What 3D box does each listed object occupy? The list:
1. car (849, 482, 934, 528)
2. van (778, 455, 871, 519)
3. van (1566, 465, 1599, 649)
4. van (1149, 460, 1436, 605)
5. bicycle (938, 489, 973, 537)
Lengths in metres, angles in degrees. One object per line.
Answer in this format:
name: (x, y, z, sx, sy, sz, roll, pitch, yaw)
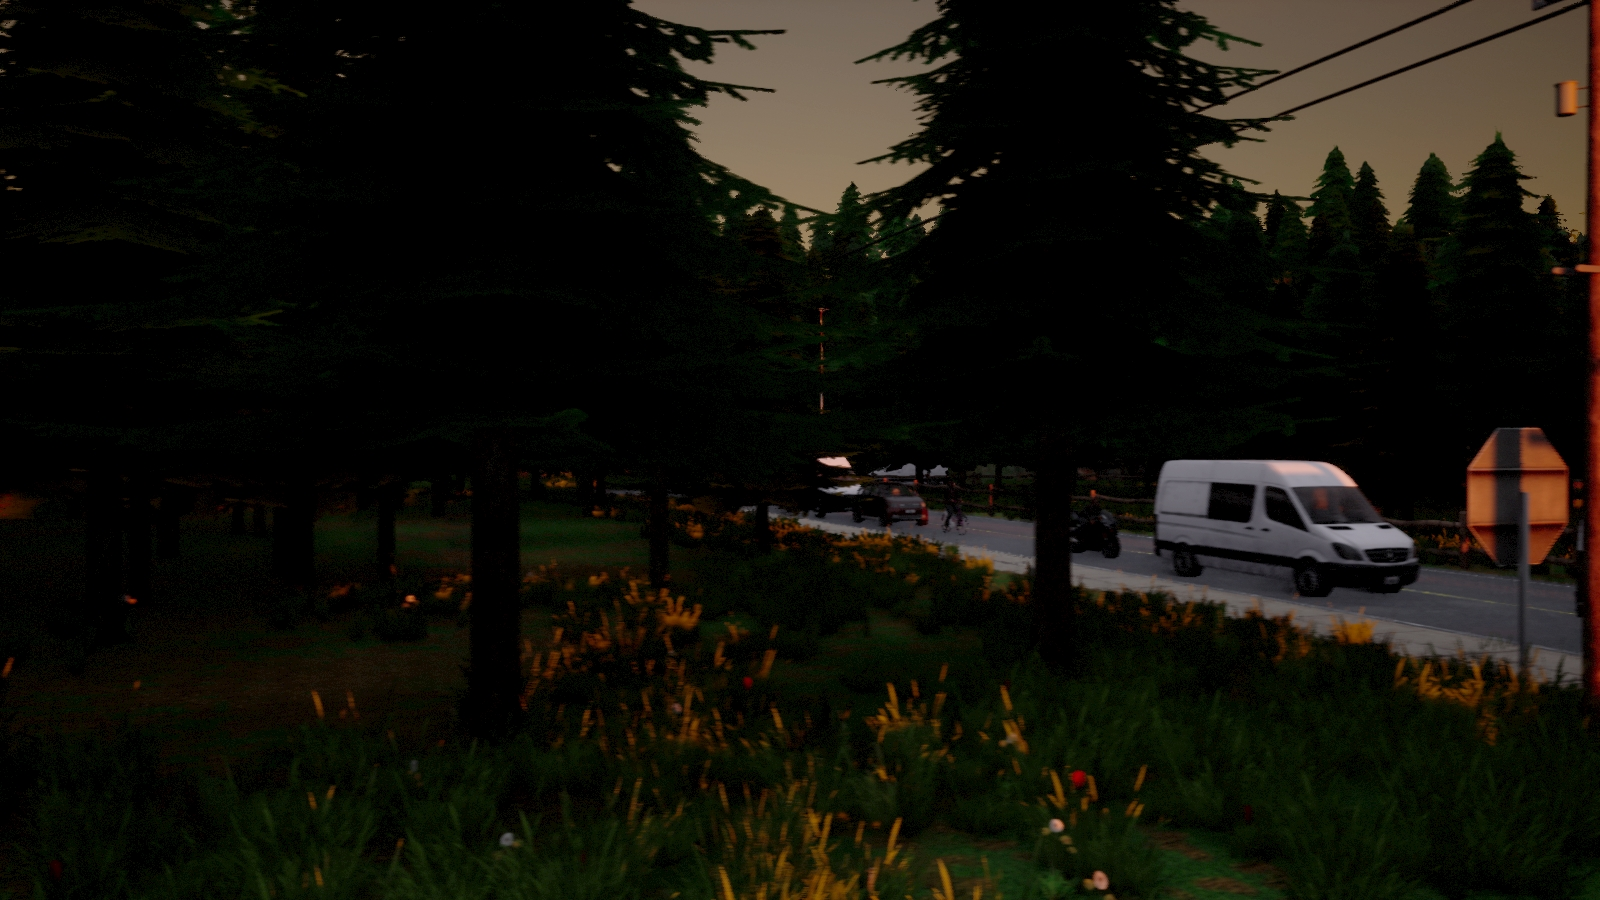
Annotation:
car: (3.335, 1.999, 42.353, 1.789, 1.549, 3.705, 0, 0, -19)
van: (0.943, 1.503, 49.111, 1.988, 2.561, 5.915, 0, 0, -20)
van: (12.885, 1.498, 13.955, 1.988, 2.561, 5.915, 0, 0, -18)
van: (9.833, 1.497, 23.525, 1.988, 2.561, 5.915, 0, 0, -19)
bicycle: (5.074, 2.030, 37.382, 0.329, 1.471, 1.835, 0, 0, -19)
